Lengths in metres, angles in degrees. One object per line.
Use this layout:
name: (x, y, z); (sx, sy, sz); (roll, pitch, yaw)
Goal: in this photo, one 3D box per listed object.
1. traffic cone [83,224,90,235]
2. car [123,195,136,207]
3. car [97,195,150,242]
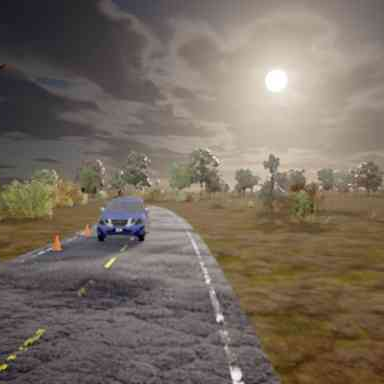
traffic cone: (-5.846, 2.076, 18.535); (0.340, 0.580, 0.340); (0, 0, -4)
car: (-11.807, 1.631, 62.712); (2.150, 2.045, 5.566); (0, 0, -14)
car: (-3.381, 1.334, 17.313); (2.150, 2.045, 5.566); (0, 0, -4)
